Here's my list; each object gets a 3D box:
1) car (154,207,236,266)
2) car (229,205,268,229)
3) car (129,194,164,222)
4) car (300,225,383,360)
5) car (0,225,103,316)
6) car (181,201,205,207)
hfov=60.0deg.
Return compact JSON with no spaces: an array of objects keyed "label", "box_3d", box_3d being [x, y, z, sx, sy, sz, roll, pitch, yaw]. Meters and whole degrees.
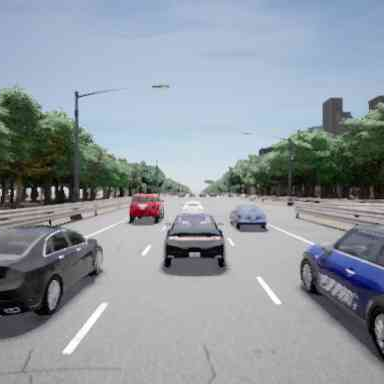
[{"label":"car","box_3d":[0.082,1.494,11.492,2.128,1.511,4.902,0,0,0]},{"label":"car","box_3d":[3.559,1.534,21.704,2.033,1.411,5.357,0,0,0]},{"label":"car","box_3d":[-3.420,1.189,25.766,2.150,2.045,5.566,0,0,0]},{"label":"car","box_3d":[3.558,1.354,5.926,2.097,1.767,4.553,0,0,0]},{"label":"car","box_3d":[-3.434,1.507,7.505,1.837,1.490,4.892,0,0,0]},{"label":"car","box_3d":[0.078,1.486,27.734,1.812,1.442,4.674,0,0,0]}]
